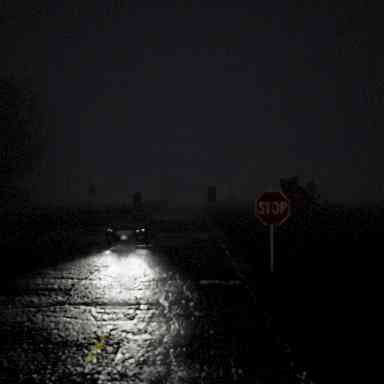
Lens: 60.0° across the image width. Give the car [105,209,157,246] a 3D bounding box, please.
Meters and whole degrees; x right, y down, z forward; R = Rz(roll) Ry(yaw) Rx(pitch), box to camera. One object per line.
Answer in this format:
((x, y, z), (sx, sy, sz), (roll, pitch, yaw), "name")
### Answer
((-2.775, 1.614, 16.022), (2.128, 1.511, 4.902), (0, -1, 0), "car")
